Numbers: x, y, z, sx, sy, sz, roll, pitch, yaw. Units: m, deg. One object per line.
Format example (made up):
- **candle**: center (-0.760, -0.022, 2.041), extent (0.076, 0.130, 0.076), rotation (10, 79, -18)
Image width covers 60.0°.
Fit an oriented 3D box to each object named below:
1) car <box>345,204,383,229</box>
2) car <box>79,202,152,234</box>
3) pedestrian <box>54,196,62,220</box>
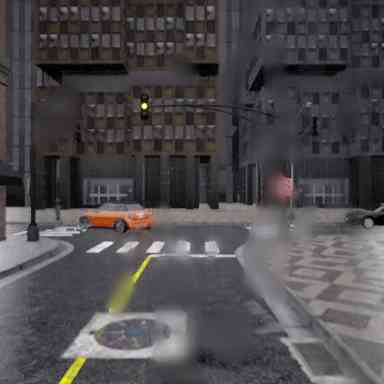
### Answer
- **car**: center (12.371, 1.469, 21.144), extent (5.008, 1.535, 1.882), rotation (0, 0, 1)
- **car**: center (-4.597, 1.365, 19.630), extent (4.553, 1.767, 2.097), rotation (0, 1, 35)
- **pedestrian**: center (-9.840, 1.164, 24.424), extent (0.375, 1.860, 0.375), rotation (0, 0, 1)
